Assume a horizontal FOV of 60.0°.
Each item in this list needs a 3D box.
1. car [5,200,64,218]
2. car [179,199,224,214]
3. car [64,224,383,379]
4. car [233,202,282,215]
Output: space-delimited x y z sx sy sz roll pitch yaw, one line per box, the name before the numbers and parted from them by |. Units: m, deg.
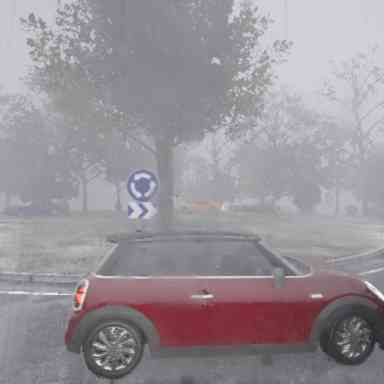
car | -14.590 1.522 30.978 1.882 1.535 5.008 0 -1 43
car | 1.033 1.579 36.699 5.008 1.535 1.882 0 0 12
car | 0.561 1.361 5.155 4.553 1.767 2.097 0 0 -6
car | 6.717 1.664 34.476 4.718 1.301 1.895 0 0 35
